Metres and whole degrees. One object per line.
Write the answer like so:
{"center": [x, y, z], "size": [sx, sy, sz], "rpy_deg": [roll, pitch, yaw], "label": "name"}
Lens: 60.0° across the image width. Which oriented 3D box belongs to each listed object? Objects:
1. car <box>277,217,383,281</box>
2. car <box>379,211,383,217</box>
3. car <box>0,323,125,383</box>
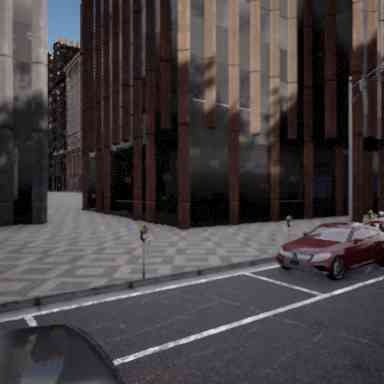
{"center": [4.328, 1.558, 9.737], "size": [4.206, 1.307, 1.802], "rpy_deg": [0, 0, -36], "label": "car"}
{"center": [8.769, 1.277, 12.907], "size": [5.009, 1.841, 2.192], "rpy_deg": [0, 0, -36], "label": "car"}
{"center": [-2.826, 1.552, 1.313], "size": [5.357, 1.411, 2.033], "rpy_deg": [0, 0, -35], "label": "car"}
